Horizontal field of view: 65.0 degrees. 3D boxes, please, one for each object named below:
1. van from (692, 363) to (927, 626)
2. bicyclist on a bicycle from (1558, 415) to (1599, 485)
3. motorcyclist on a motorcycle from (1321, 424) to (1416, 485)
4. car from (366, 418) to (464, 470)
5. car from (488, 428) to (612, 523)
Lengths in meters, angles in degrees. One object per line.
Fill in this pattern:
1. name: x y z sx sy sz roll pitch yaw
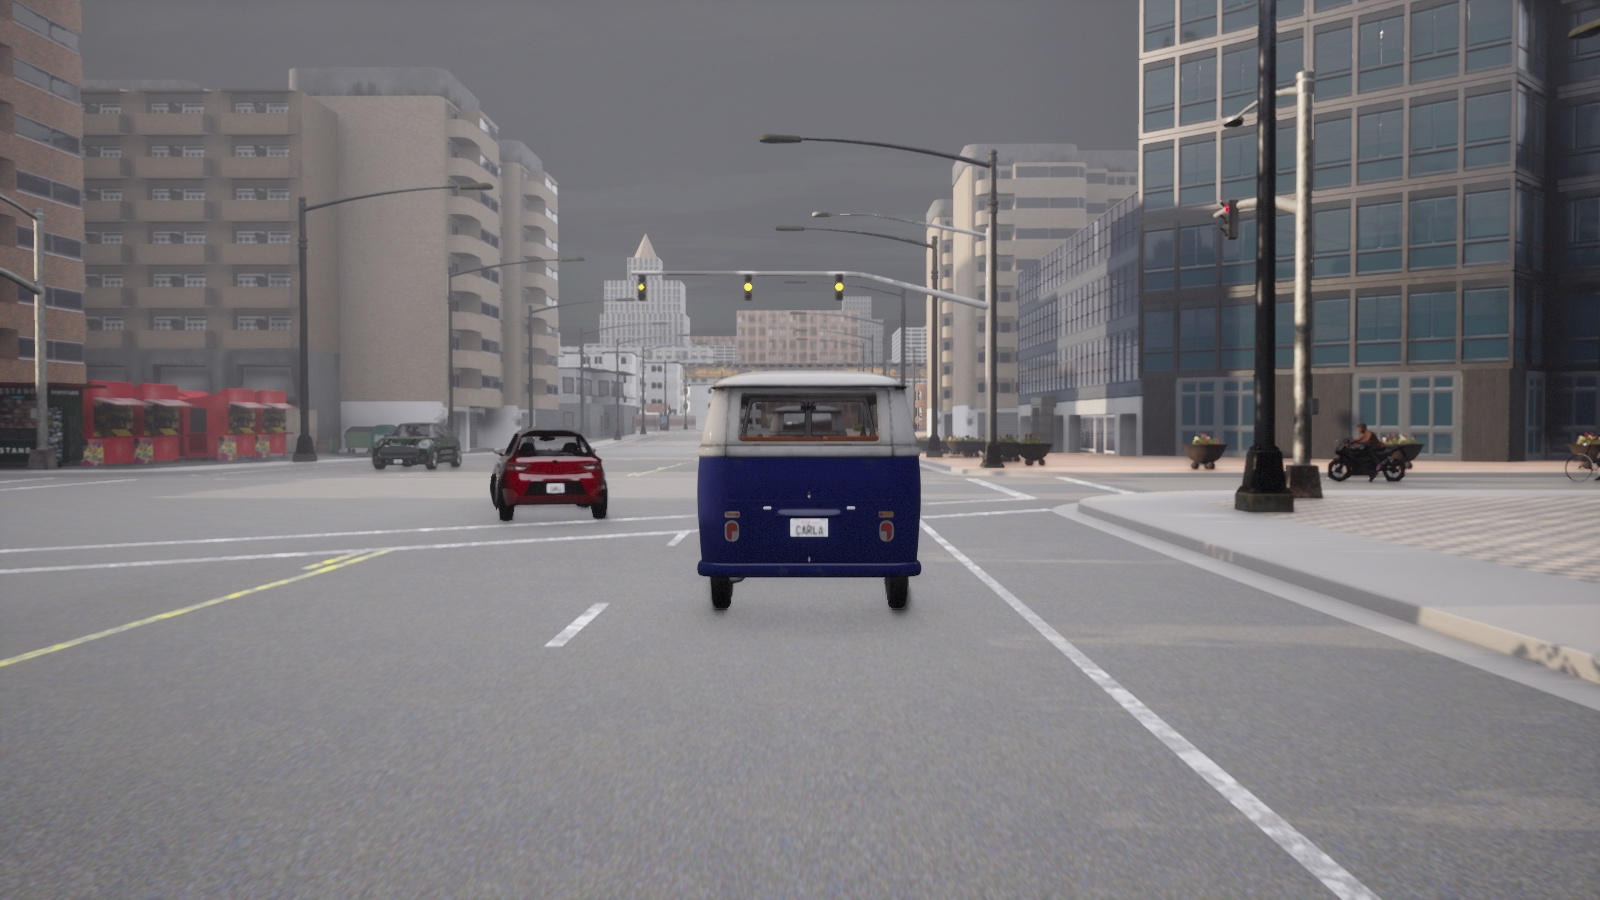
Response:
1. van: 0.082 0.299 11.717 1.775 1.987 4.442 0 1 0
2. bicyclist on a bicycle: 20.409 -0.007 31.924 1.843 1.776 0.659 0 1 1
3. motorcyclist on a motorcycle: 14.477 0.101 32.007 2.044 1.523 0.797 0 1 1
4. car: -13.729 -0.229 45.038 2.097 1.767 4.553 0 1 0
5. car: -4.435 0.358 21.841 1.816 1.474 4.193 0 1 -16
